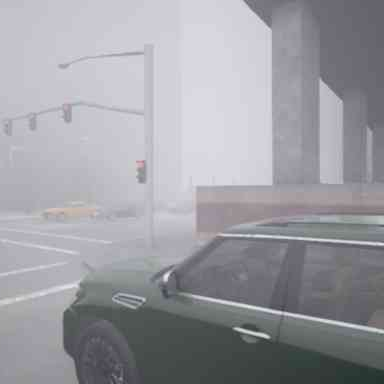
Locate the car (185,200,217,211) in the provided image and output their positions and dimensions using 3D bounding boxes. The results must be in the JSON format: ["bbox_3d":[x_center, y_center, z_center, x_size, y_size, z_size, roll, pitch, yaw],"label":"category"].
[{"bbox_3d":[1.225,1.695,43.680,1.895,1.301,4.718,0,0,36],"label":"car"}]

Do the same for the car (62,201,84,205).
[{"bbox_3d":[-10.063,1.572,27.984,1.882,1.535,5.008,0,0,36],"label":"car"}]

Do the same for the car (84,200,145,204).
[{"bbox_3d":[-6.014,1.580,27.620,2.128,1.511,4.902,0,0,36],"label":"car"}]

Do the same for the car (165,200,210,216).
[{"bbox_3d":[-0.338,1.636,35.522,2.033,1.411,5.357,0,0,35],"label":"car"}]

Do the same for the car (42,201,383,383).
[{"bbox_3d":[1.119,1.224,3.188,5.566,2.045,2.150,0,0,36],"label":"car"}]
